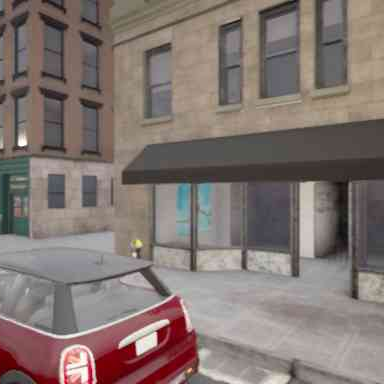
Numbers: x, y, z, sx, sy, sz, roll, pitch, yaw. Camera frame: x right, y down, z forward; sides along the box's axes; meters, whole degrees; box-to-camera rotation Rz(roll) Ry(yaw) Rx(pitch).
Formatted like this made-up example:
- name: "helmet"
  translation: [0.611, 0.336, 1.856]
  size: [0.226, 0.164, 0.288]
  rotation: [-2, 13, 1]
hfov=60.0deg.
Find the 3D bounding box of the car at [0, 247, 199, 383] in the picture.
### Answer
- name: "car"
  translation: [-2.004, 1.439, 4.240]
  size: [4.097, 1.590, 1.967]
  rotation: [0, 0, 36]
